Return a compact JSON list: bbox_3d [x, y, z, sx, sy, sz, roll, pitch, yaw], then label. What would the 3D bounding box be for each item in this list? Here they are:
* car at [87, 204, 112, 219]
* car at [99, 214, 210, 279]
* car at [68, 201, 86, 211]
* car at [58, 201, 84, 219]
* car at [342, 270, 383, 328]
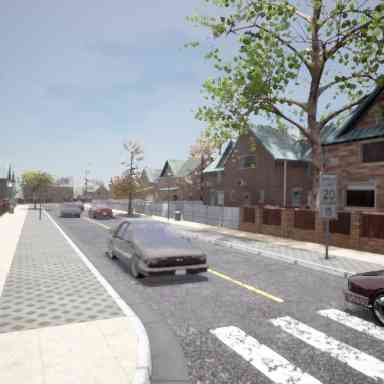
[{"bbox_3d":[-9.426,1.935,34.161,1.812,1.442,4.674,2,-1,-26],"label":"car"},{"bbox_3d":[-1.423,1.646,10.742,2.033,1.411,5.357,2,-1,-26],"label":"car"},{"bbox_3d":[-18.115,2.179,52.206,2.033,1.411,5.357,2,-2,-26],"label":"car"},{"bbox_3d":[-12.285,1.842,33.349,1.837,1.490,4.892,2,-1,-25],"label":"car"},{"bbox_3d":[4.842,1.657,4.513,2.033,1.411,5.357,2,-1,-26],"label":"car"}]
